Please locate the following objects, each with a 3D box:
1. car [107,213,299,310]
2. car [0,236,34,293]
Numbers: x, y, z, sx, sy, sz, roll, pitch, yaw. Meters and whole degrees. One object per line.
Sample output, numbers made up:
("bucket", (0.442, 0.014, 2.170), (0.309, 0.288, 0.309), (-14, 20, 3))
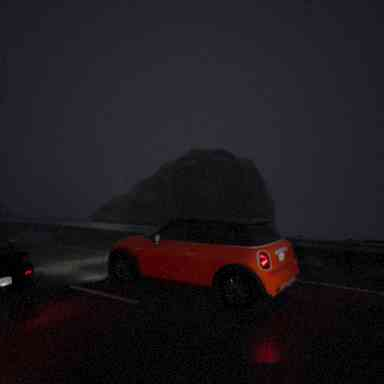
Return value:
("car", (0.085, 1.339, 8.004), (4.553, 1.767, 2.097), (0, 0, 34))
("car", (-5.465, 1.515, 7.477), (4.674, 1.442, 1.812), (0, 0, 33))
